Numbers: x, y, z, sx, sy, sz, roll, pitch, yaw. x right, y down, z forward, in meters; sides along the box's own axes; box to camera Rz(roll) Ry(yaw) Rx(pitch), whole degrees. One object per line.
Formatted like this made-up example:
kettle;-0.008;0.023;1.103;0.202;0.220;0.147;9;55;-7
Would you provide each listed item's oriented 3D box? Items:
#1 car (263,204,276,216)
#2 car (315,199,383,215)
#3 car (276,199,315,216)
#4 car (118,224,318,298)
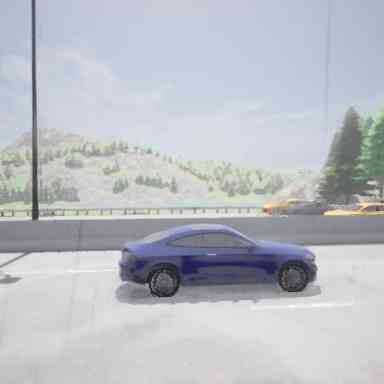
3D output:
car;8.942;1.379;30.084;5.008;1.535;1.882;0;0;-5
car;10.242;1.380;19.661;5.008;1.535;1.882;0;0;-5
car;9.325;1.466;26.603;4.181;1.385;1.994;0;0;-5
car;0.603;1.515;8.015;4.674;1.442;1.812;0;0;-5
